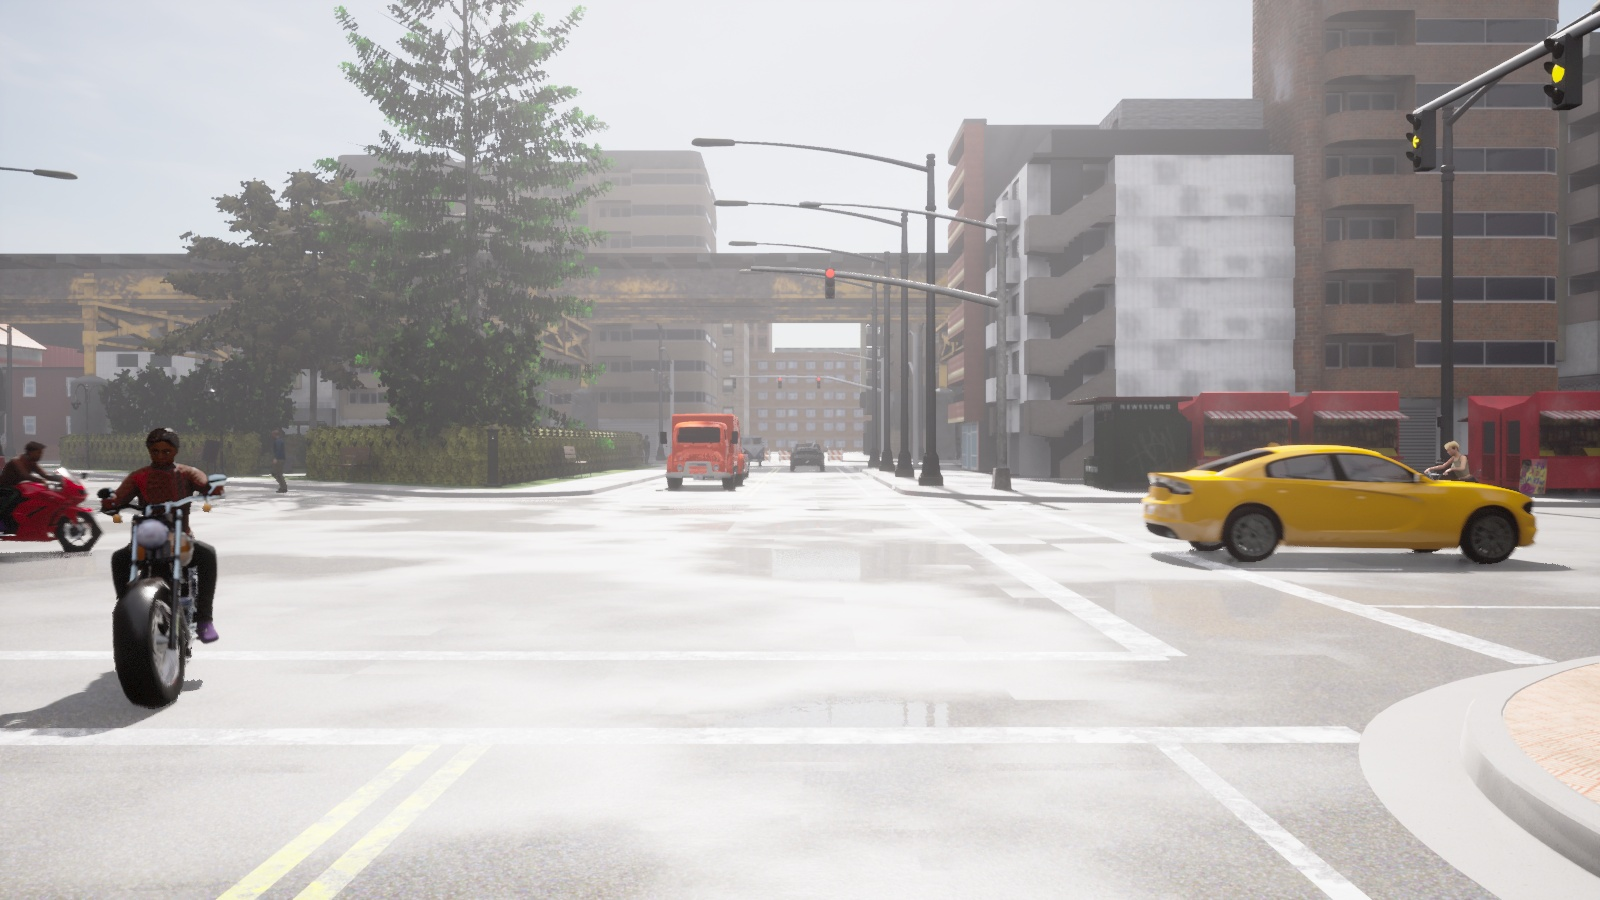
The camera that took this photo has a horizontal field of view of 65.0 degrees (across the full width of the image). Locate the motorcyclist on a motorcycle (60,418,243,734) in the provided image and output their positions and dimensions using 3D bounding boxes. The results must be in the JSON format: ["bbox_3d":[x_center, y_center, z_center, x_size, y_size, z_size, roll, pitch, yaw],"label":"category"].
[{"bbox_3d":[-3.959,0.656,7.838,0.766,1.649,2.350,-2,1,-22],"label":"motorcyclist on a motorcycle"}]

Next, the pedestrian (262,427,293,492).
[{"bbox_3d":[-14.899,0.278,35.815,0.726,1.842,0.402,0,0,-6],"label":"pedestrian"}]

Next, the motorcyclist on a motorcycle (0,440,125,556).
[{"bbox_3d":[-10.302,0.625,16.850,2.044,1.523,0.797,0,0,0],"label":"motorcyclist on a motorcycle"}]

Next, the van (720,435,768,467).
[{"bbox_3d":[-3.534,0.053,78.761,1.775,1.987,4.442,0,0,-20],"label":"van"}]

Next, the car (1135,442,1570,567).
[{"bbox_3d":[7.265,0.688,16.888,5.008,1.535,1.882,1,0,0],"label":"car"}]

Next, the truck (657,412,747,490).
[{"bbox_3d":[-3.240,0.017,42.607,2.627,2.467,5.204,0,0,0],"label":"truck"}]

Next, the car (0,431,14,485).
[{"bbox_3d":[-29.741,0.264,44.994,1.905,1.878,3.866,0,0,-44],"label":"car"}]

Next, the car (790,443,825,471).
[{"bbox_3d":[0.406,0.366,68.269,1.837,1.490,4.892,0,0,0],"label":"car"}]
